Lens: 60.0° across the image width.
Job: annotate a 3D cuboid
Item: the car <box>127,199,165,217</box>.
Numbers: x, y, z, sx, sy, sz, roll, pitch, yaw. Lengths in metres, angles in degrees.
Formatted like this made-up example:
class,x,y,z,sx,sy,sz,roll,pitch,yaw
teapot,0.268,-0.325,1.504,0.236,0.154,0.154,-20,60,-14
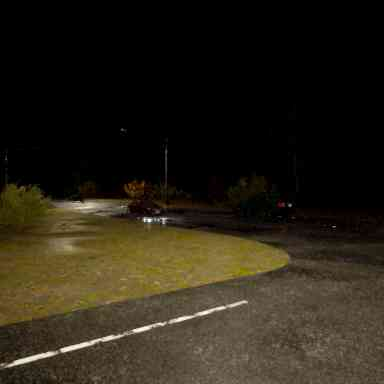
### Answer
class,x,y,z,sx,sy,sz,roll,pitch,yaw
car,-4.332,1.419,30.387,1.812,1.442,4.674,0,0,-37

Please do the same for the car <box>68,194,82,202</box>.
class,x,y,z,sx,sy,sz,roll,pitch,yaw
car,-23.745,1.187,67.613,1.812,1.442,4.674,0,0,-37

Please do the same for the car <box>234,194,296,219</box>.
class,x,y,z,sx,sy,sz,roll,pitch,yaw
car,6.080,1.143,28.226,2.150,2.045,5.566,0,0,-37
